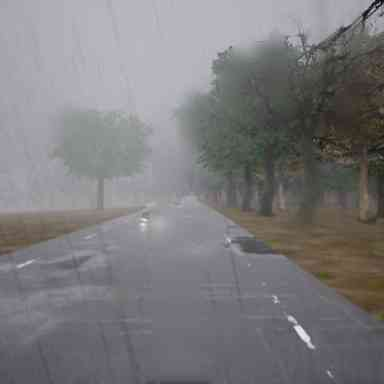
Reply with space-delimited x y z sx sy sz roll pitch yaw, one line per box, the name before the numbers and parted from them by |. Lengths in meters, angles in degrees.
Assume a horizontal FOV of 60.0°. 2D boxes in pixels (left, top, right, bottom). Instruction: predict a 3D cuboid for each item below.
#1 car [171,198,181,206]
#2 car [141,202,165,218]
car | -3.496 2.119 72.256 2.097 1.767 4.553 0 -1 0
car | -3.592 1.666 31.611 1.812 1.442 4.674 0 -1 0
